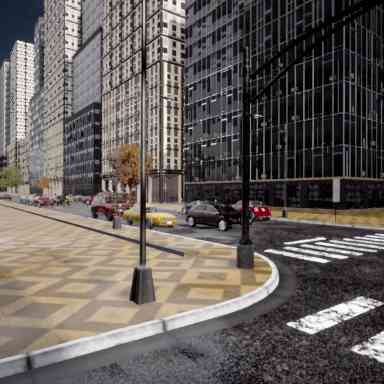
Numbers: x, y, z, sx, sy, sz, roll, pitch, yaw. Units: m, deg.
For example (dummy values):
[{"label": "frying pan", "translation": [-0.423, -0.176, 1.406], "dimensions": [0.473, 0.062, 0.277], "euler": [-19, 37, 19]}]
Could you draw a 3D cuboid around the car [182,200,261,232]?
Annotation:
[{"label": "car", "translation": [1.487, 1.425, 19.748], "dimensions": [1.837, 1.490, 4.892], "euler": [0, 0, -36]}]

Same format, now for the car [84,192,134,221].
[{"label": "car", "translation": [-6.159, 1.172, 25.576], "dimensions": [2.192, 1.841, 5.009], "euler": [1, 0, -36]}]

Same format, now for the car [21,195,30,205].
[{"label": "car", "translation": [-22.953, 1.225, 48.451], "dimensions": [2.008, 1.369, 4.403], "euler": [1, 0, -36]}]

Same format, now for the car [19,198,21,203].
[{"label": "car", "translation": [-26.327, 1.185, 53.014], "dimensions": [2.008, 1.369, 4.403], "euler": [1, 0, -36]}]

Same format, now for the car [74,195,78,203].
[{"label": "car", "translation": [-19.585, 1.216, 57.991], "dimensions": [2.008, 1.369, 4.403], "euler": [1, 0, -36]}]

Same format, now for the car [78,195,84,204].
[{"label": "car", "translation": [-16.211, 1.250, 53.429], "dimensions": [1.887, 1.381, 4.507], "euler": [1, 0, -36]}]

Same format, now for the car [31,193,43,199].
[{"label": "car", "translation": [-39.830, 0.965, 85.369], "dimensions": [1.947, 1.339, 4.313], "euler": [1, 0, -36]}]

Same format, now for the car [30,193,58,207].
[{"label": "car", "translation": [-19.579, 1.257, 43.888], "dimensions": [1.887, 1.381, 4.507], "euler": [1, 0, -36]}]

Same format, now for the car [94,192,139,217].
[{"label": "car", "translation": [-7.300, 1.047, 31.634], "dimensions": [2.150, 2.045, 5.566], "euler": [0, 1, -37]}]

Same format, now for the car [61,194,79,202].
[{"label": "car", "translation": [-23.061, 1.148, 62.692], "dimensions": [1.752, 1.417, 4.829], "euler": [1, 0, -36]}]

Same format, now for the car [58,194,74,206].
[{"label": "car", "translation": [-18.819, 1.247, 47.375], "dimensions": [1.837, 1.490, 4.892], "euler": [0, 0, -36]}]

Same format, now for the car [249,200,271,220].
[{"label": "car", "translation": [4.139, 1.362, 26.129], "dimensions": [1.967, 1.590, 4.097], "euler": [1, 0, -36]}]

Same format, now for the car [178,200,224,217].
[{"label": "car", "translation": [0.737, 1.440, 30.676], "dimensions": [2.008, 1.369, 4.403], "euler": [1, 0, -36]}]

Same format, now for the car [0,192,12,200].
[{"label": "car", "translation": [-39.826, 1.006, 71.268], "dimensions": [1.887, 1.381, 4.507], "euler": [1, 0, -36]}]

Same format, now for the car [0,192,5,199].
[{"label": "car", "translation": [-46.574, 0.808, 80.396], "dimensions": [1.967, 1.590, 4.097], "euler": [1, 0, -36]}]

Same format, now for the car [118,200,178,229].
[{"label": "car", "translation": [-2.708, 1.416, 20.856], "dimensions": [1.752, 1.417, 4.829], "euler": [1, 0, -36]}]

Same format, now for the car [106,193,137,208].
[{"label": "car", "translation": [-9.461, 1.096, 44.304], "dimensions": [2.192, 1.841, 5.009], "euler": [1, 0, -36]}]
